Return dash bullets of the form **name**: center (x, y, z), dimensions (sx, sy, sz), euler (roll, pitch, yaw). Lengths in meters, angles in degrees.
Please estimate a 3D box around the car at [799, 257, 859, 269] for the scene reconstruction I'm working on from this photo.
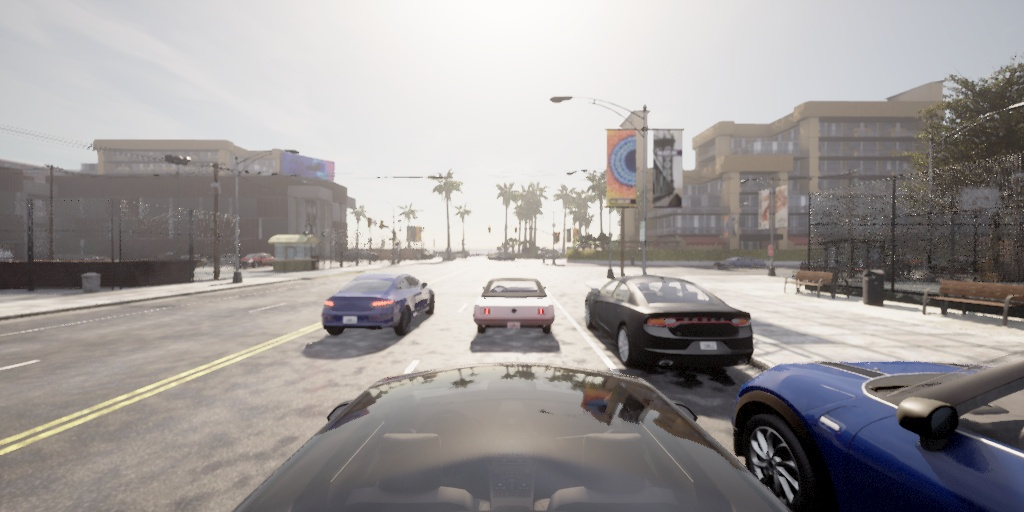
- **car**: center (34.142, 0.800, 38.618), dimensions (5.357, 1.411, 2.033), euler (0, 1, 0)

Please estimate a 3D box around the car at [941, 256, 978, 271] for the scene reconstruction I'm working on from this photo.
- **car**: center (45.167, 0.791, 35.136), dimensions (4.902, 1.511, 2.128), euler (0, 1, -1)

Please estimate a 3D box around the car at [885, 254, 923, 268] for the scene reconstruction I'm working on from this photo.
- **car**: center (45.132, 0.599, 42.134), dimensions (4.553, 1.767, 2.097), euler (0, 1, -1)

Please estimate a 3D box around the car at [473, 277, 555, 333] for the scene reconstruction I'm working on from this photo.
- **car**: center (0.061, 1.236, 10.250), dimensions (1.895, 1.301, 4.718), euler (0, 1, 0)

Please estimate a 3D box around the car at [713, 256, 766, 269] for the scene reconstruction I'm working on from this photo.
- **car**: center (26.653, 0.754, 42.061), dimensions (5.357, 1.411, 2.033), euler (0, 1, 0)

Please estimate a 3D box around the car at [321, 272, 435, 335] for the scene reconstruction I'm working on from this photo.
- **car**: center (-3.441, 1.165, 9.955), dimensions (1.812, 1.442, 4.674), euler (0, 1, 0)

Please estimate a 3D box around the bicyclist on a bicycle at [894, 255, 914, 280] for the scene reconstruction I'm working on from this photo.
- **bicyclist on a bicycle**: center (26.069, 0.749, 24.073), dimensions (0.582, 1.620, 1.656), euler (0, 0, -1)

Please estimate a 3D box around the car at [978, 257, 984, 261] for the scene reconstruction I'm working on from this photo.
- **car**: center (45.199, 0.839, 31.636), dimensions (4.902, 1.511, 2.128), euler (0, 1, -1)
